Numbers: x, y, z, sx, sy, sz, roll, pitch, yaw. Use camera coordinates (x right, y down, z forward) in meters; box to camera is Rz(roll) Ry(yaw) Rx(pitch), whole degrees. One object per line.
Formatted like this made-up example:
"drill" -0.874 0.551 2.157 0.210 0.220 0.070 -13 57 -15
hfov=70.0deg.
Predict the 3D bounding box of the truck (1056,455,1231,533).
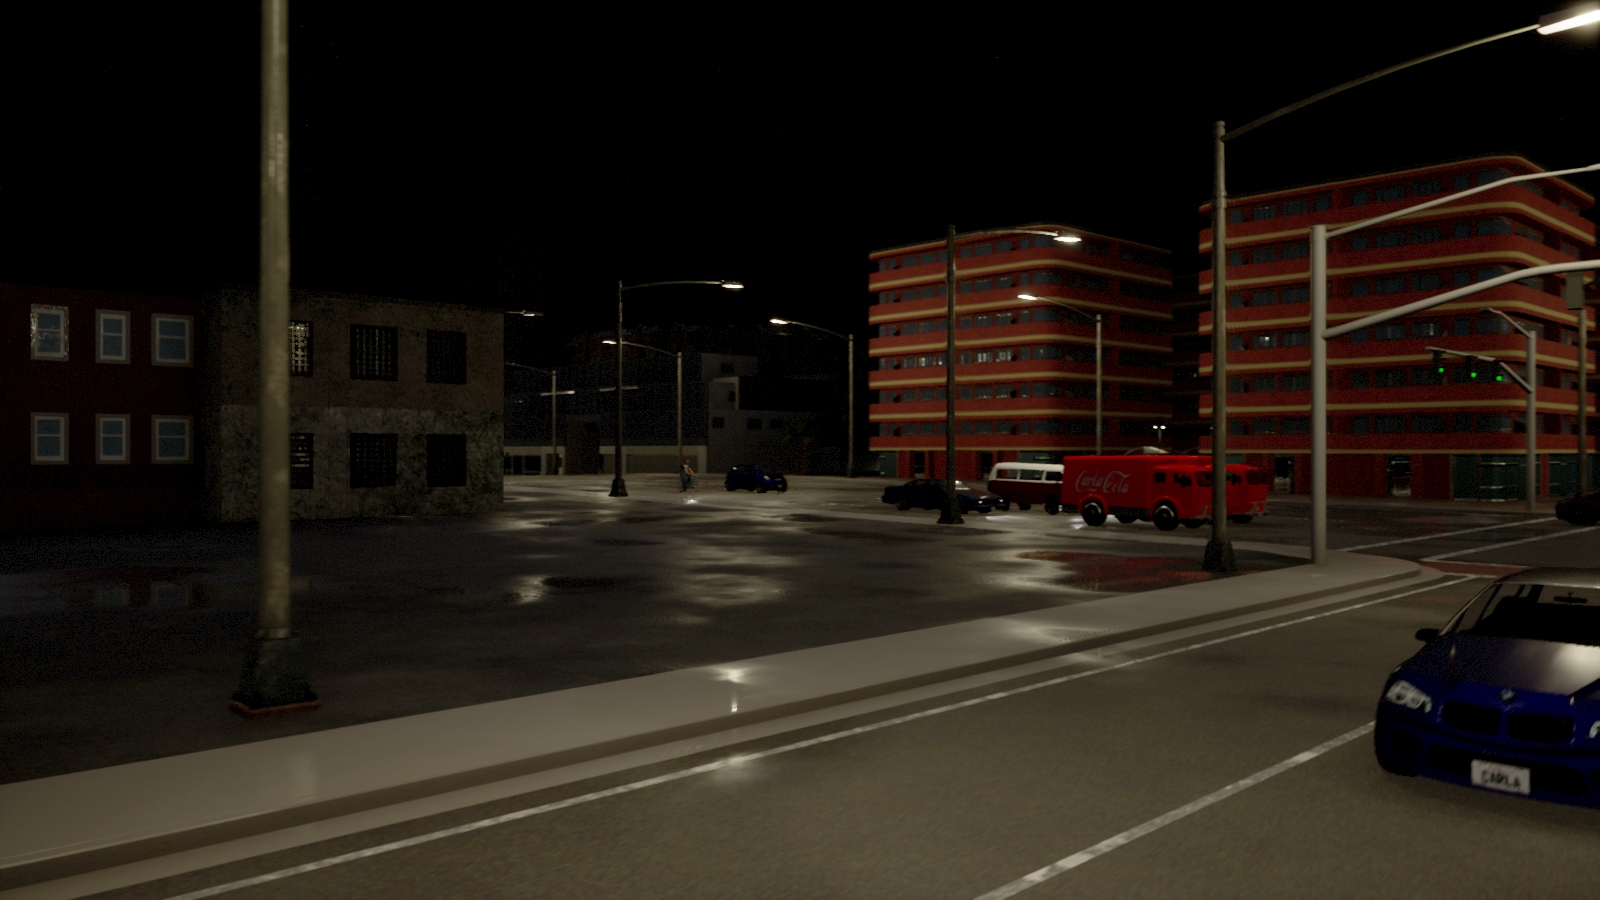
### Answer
"truck" 11.962 1.451 40.046 2.627 2.467 5.204 0 1 -43

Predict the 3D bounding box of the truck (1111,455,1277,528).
"truck" 14.554 1.448 42.421 2.627 2.467 5.204 0 1 -43

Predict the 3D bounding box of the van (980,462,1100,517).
"van" 9.923 1.575 47.407 2.069 2.038 4.480 0 1 -43

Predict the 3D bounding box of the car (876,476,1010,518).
"car" 5.766 1.862 46.738 2.033 1.411 5.357 0 1 -43

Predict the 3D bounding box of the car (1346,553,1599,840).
"car" 6.968 1.971 10.257 4.611 1.667 2.242 0 0 -44
